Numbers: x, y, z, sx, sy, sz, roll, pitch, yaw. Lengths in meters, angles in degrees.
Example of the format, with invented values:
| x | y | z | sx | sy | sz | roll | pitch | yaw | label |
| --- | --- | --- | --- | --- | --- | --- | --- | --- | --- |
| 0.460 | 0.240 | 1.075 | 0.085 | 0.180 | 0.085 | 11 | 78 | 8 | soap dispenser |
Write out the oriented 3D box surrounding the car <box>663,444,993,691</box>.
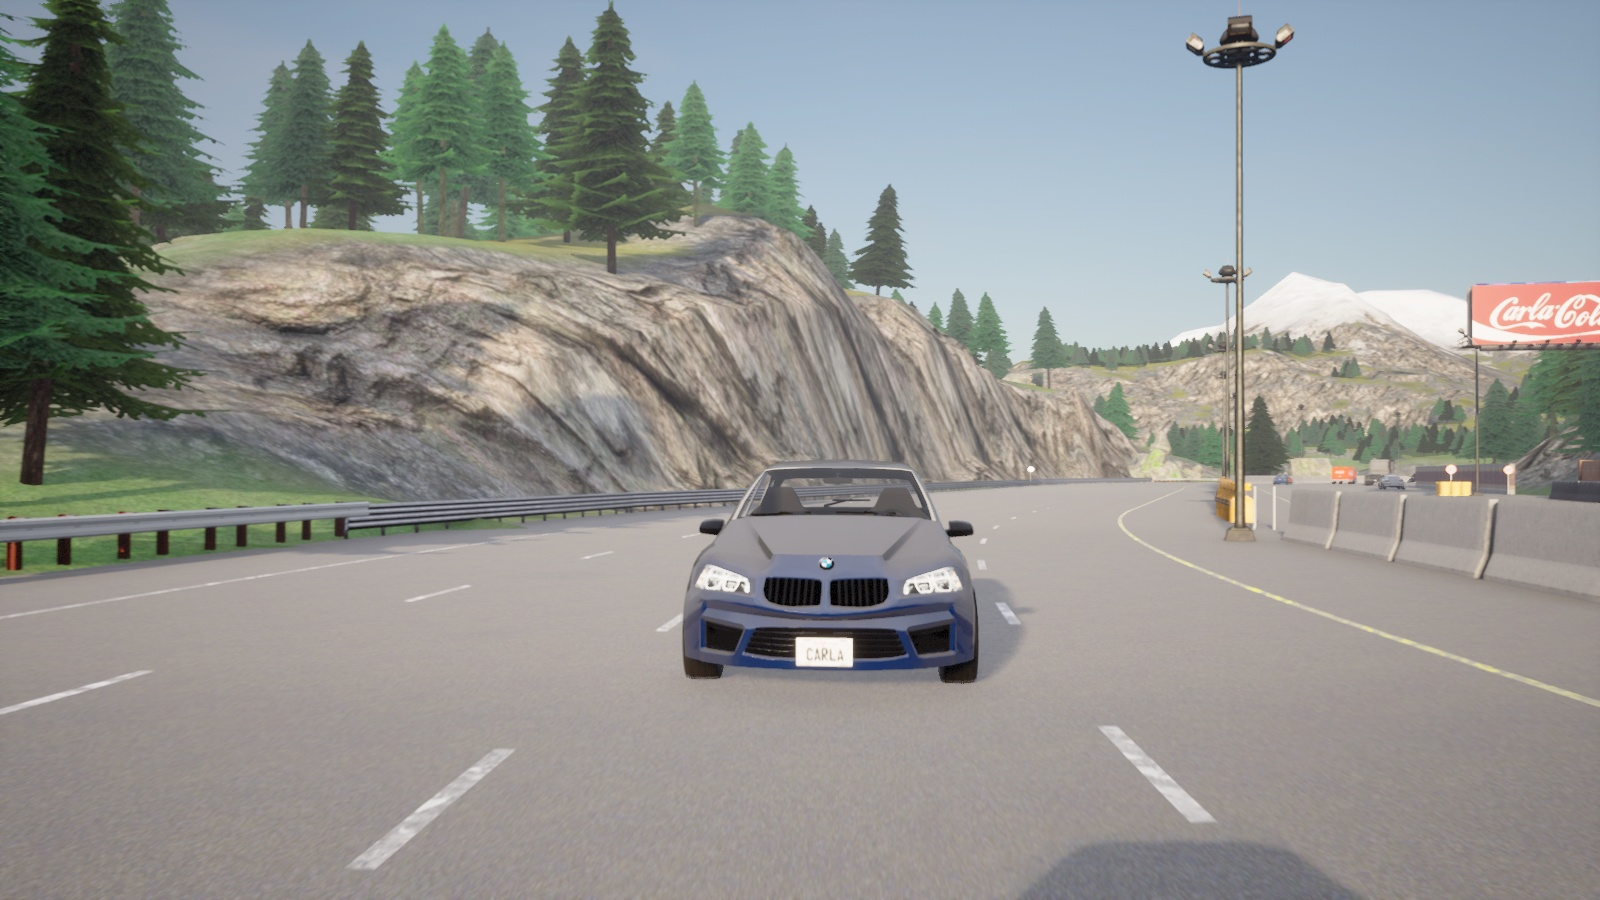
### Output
| x | y | z | sx | sy | sz | roll | pitch | yaw | label |
| --- | --- | --- | --- | --- | --- | --- | --- | --- | --- |
| 0.340 | 0.840 | 10.856 | 2.242 | 1.667 | 4.611 | 0 | -1 | 4 | car |
